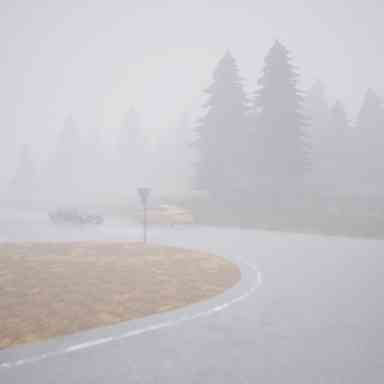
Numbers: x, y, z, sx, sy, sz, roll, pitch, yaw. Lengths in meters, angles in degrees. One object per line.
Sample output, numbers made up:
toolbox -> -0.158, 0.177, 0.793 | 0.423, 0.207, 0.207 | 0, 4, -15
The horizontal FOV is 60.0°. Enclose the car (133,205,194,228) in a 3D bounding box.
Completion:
car -> -2.168, 1.670, 24.133 | 5.008, 1.535, 1.882 | 0, 0, 38

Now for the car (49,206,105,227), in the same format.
car -> -8.441, 1.738, 24.326 | 4.718, 1.301, 1.895 | 0, 0, 38
